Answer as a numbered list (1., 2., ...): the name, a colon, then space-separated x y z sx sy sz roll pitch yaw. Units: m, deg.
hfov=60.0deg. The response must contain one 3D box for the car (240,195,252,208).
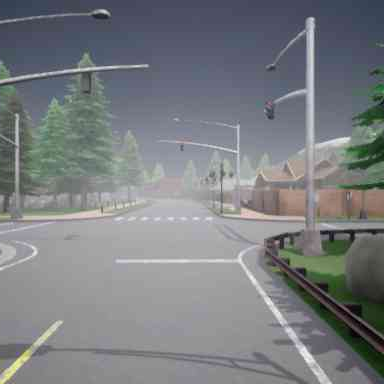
1. car: 8.846 1.107 42.404 4.605 1.855 1.932 0 0 -1

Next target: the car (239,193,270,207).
1. car: 8.432 1.109 44.914 3.866 1.878 1.905 0 0 -1
